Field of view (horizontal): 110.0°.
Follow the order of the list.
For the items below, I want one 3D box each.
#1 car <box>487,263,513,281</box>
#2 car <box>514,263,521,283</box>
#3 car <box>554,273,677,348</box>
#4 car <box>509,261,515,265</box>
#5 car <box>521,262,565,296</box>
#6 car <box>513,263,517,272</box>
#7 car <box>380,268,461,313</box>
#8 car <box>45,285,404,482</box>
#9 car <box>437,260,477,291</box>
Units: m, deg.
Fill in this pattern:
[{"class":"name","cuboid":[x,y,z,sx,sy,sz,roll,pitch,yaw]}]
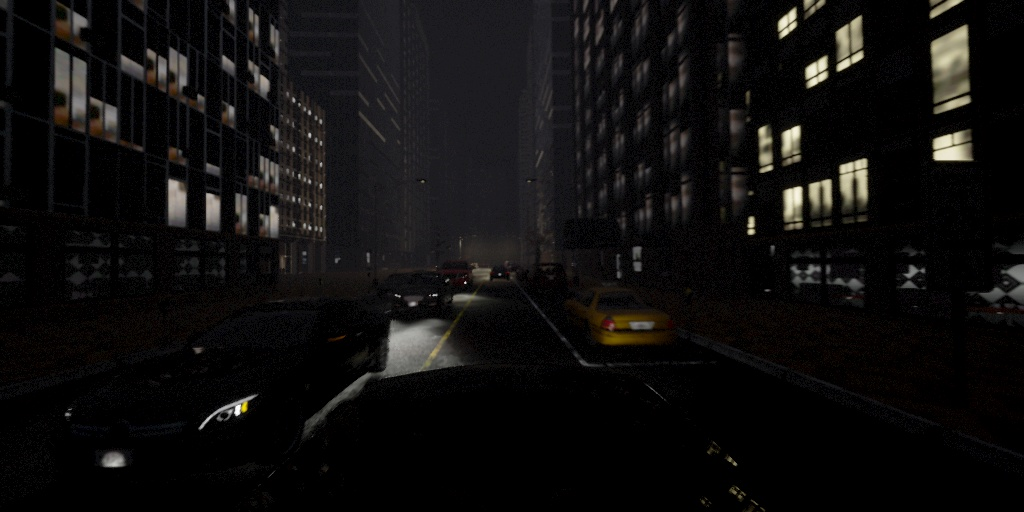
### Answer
[{"class":"car","cuboid":[-1.252,1.753,36.435,1.994,1.385,4.181,-1,-1,-2]},{"class":"car","cuboid":[1.513,1.654,32.476,1.888,1.381,4.507,0,0,-2]},{"class":"car","cuboid":[2.428,1.340,9.264,1.751,1.417,4.829,0,0,-2]},{"class":"car","cuboid":[0.586,1.932,55.021,1.888,1.381,4.507,0,0,-2]},{"class":"car","cuboid":[1.975,1.282,21.204,2.192,1.841,5.009,0,0,-2]},{"class":"car","cuboid":[1.280,1.761,38.112,1.802,1.307,4.207,0,0,-2]},{"class":"car","cuboid":[-3.577,1.452,15.063,2.128,1.511,4.902,-1,-1,-2]},{"class":"car","cuboid":[-3.177,1.360,5.154,1.812,1.442,4.674,-1,-1,-1]},{"class":"car","cuboid":[-4.003,1.315,25.662,2.150,2.045,5.566,-1,-1,-2]}]
